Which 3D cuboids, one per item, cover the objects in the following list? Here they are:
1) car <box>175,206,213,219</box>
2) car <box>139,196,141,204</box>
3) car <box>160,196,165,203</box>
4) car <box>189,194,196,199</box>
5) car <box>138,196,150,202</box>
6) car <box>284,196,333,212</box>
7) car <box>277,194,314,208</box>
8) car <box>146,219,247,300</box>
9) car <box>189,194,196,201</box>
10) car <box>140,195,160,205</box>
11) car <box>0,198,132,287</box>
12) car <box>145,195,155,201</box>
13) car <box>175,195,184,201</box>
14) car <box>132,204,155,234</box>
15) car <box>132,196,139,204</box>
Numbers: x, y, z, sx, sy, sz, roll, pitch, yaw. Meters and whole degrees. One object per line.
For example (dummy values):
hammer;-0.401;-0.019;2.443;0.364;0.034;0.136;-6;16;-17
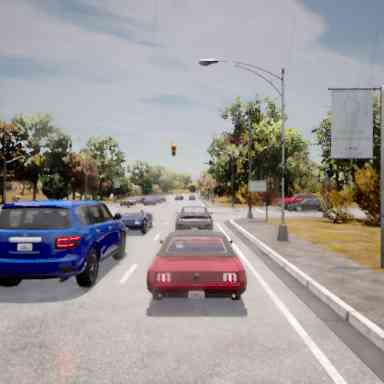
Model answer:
car;0.112;1.486;17.596;2.128;1.511;4.902;0;0;0
car;-10.504;1.504;63.784;1.812;1.442;4.674;0;0;1
car;-6.989;1.456;65.443;1.882;1.535;5.008;0;0;1
car;0.063;1.328;95.481;1.882;1.535;5.008;0;0;0
car;-10.452;1.528;72.508;1.994;1.385;4.181;0;0;0
car;13.421;1.492;37.831;4.892;1.490;1.837;0;0;3
car;13.470;1.207;41.348;5.566;2.045;2.150;0;0;4
car;0.108;1.598;8.325;1.895;1.301;4.718;0;0;1
car;0.056;1.505;85.062;2.033;1.411;5.357;0;0;0
car;-7.045;1.507;56.113;1.812;1.442;4.674;0;0;0
car;-3.398;1.218;9.481;2.150;2.045;5.566;0;0;0
car;-10.446;1.496;82.536;1.812;1.442;4.674;0;0;0
car;-3.442;1.496;87.447;2.128;1.511;4.902;0;0;0
car;-3.387;1.594;19.235;1.895;1.301;4.718;0;0;0
car;-10.551;1.583;54.749;1.895;1.301;4.718;0;0;0
